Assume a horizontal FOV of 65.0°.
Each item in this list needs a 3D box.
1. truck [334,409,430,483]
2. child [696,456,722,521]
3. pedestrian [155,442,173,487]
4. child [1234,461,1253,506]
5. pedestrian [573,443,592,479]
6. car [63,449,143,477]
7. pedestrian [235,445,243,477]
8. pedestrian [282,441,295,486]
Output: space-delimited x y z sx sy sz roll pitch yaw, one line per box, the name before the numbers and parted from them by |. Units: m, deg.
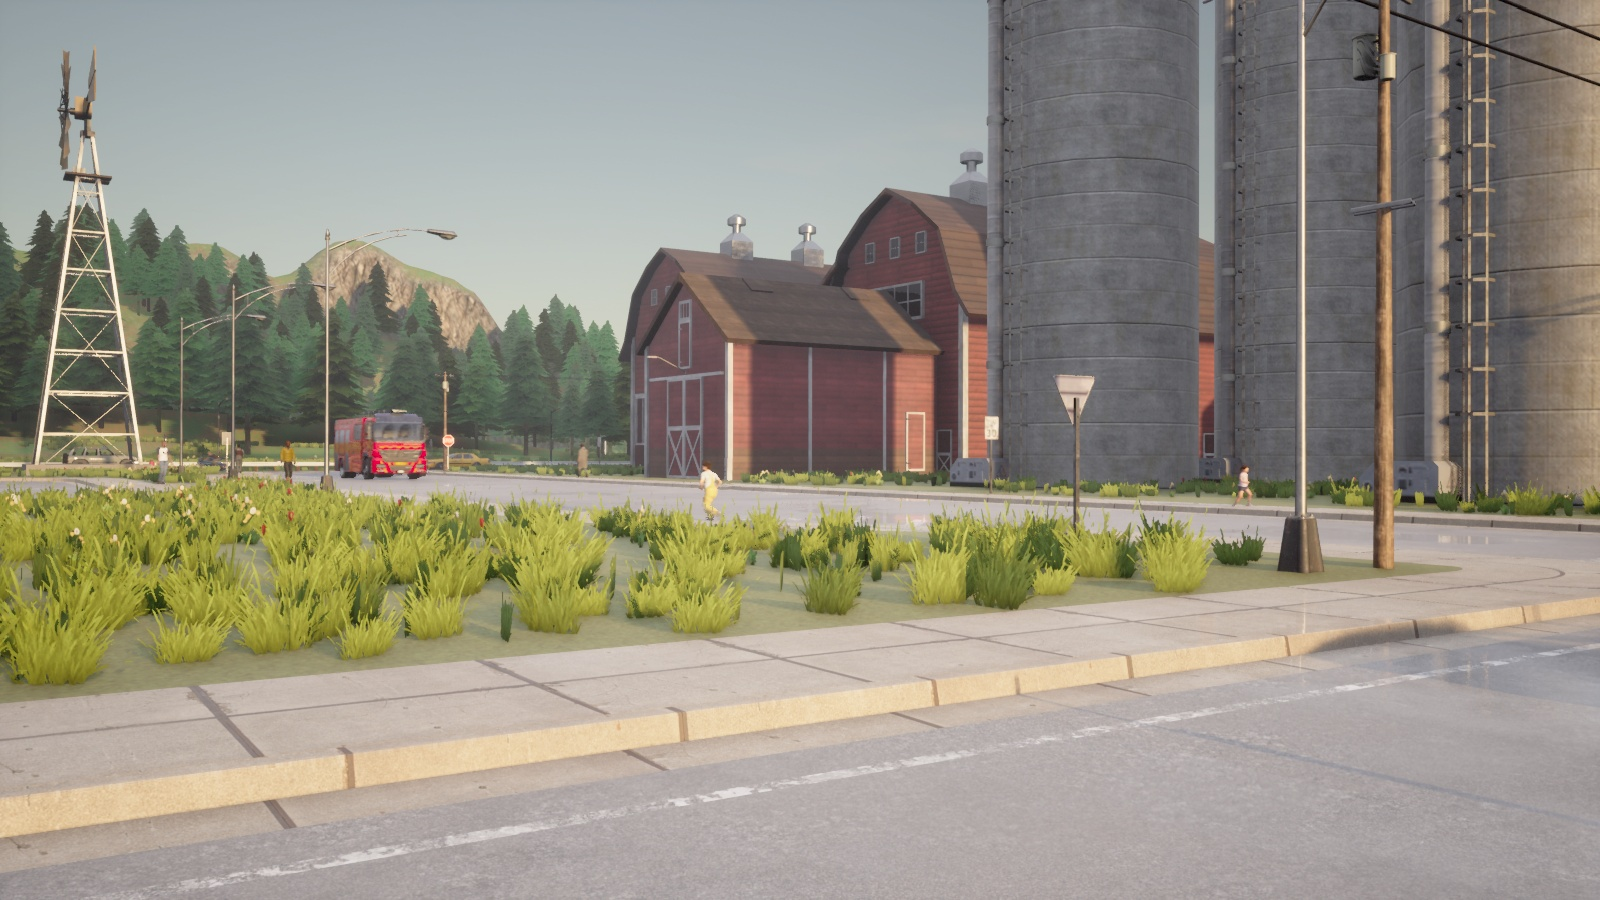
truck | -23.325 -0.200 69.770 2.891 3.827 8.468 0 0 -34
child | -1.788 0.744 24.580 0.437 1.263 0.270 0 0 34
pedestrian | -26.085 0.590 51.471 0.706 1.836 0.354 0 0 34
child | 11.124 0.834 31.498 0.255 1.110 0.394 0 0 -30
pedestrian | -11.758 0.590 67.766 0.659 1.952 0.873 0 0 -39
car | -47.237 0.870 85.082 4.605 1.855 1.932 0 0 -33
pedestrian | -34.504 0.662 77.234 0.402 1.930 0.666 0 0 -23
pedestrian | -21.049 0.571 51.705 0.370 1.835 0.726 0 0 -33
